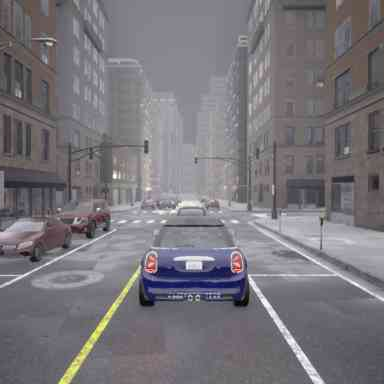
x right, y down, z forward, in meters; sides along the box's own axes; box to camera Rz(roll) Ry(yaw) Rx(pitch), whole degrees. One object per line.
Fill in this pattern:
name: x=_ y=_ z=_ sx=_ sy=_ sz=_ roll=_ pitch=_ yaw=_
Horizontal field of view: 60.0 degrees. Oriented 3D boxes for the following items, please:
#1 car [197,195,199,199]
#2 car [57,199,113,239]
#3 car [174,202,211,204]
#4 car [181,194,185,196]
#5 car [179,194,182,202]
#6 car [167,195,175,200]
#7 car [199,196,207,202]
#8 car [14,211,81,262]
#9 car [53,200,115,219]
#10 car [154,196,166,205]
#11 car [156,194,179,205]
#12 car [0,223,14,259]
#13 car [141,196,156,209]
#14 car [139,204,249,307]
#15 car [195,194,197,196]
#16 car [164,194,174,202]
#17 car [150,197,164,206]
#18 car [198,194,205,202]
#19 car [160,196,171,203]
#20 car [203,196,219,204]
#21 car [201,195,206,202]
car: x=2.723 y=1.501 z=72.429 sx=1.967 sy=1.590 sz=4.097 roll=-1 pitch=0 yaw=0
car: x=-5.708 y=1.315 z=17.570 sx=2.192 sy=1.841 sz=5.009 roll=-1 pitch=0 yaw=0
car: x=-0.014 y=1.505 z=17.331 sx=1.837 sy=1.490 sz=4.892 roll=0 pitch=0 yaw=0
car: x=-3.120 y=1.604 z=69.444 sx=2.033 sy=1.411 sz=5.357 roll=0 pitch=0 yaw=0
car: x=-3.183 y=1.524 z=54.508 sx=2.128 sy=1.511 sz=4.902 roll=0 pitch=0 yaw=0
car: x=-5.841 y=1.547 z=94.655 sx=1.967 sy=1.590 sz=4.097 roll=-1 pitch=0 yaw=0
car: x=2.705 y=1.635 z=83.556 sx=2.008 sy=1.369 sz=4.403 roll=-1 pitch=0 yaw=0
car: x=-5.695 y=1.581 z=11.987 sx=1.802 sy=1.307 sz=4.206 roll=-1 pitch=0 yaw=0
car: x=-9.574 y=1.557 z=29.868 sx=4.902 sy=1.511 sz=2.128 roll=0 pitch=1 yaw=0
car: x=-5.782 y=1.566 z=61.094 sx=1.752 sy=1.417 sz=4.829 roll=-1 pitch=0 yaw=0
car: x=-3.173 y=1.370 z=43.971 sx=2.097 sy=1.767 sz=4.553 roll=0 pitch=0 yaw=0
car: x=-5.686 y=1.550 z=6.404 sx=2.008 sy=1.369 sz=4.403 roll=-1 pitch=0 yaw=0
car: x=-5.752 y=1.601 z=44.570 sx=1.802 sy=1.307 sz=4.206 roll=-1 pitch=0 yaw=0
car: x=0.049 y=1.351 z=8.153 sx=2.097 sy=1.767 sz=4.553 roll=0 pitch=0 yaw=0
car: x=2.692 y=1.411 z=89.120 sx=2.192 sy=1.841 sz=5.009 roll=-1 pitch=0 yaw=0
car: x=-5.824 y=1.400 z=83.525 sx=2.192 sy=1.841 sz=5.009 roll=-1 pitch=0 yaw=0
car: x=-5.772 y=1.578 z=55.700 sx=1.887 sy=1.381 sz=4.507 roll=-1 pitch=0 yaw=0
car: x=2.734 y=1.595 z=66.865 sx=1.887 sy=1.381 sz=4.507 roll=-1 pitch=0 yaw=0
car: x=-5.801 y=1.612 z=72.394 sx=2.008 sy=1.369 sz=4.403 roll=-1 pitch=0 yaw=0
car: x=2.773 y=1.601 z=44.612 sx=1.802 sy=1.307 sz=4.206 roll=-1 pitch=0 yaw=0
car: x=2.762 y=1.551 z=50.346 sx=1.752 sy=1.417 sz=4.829 roll=-1 pitch=0 yaw=0
